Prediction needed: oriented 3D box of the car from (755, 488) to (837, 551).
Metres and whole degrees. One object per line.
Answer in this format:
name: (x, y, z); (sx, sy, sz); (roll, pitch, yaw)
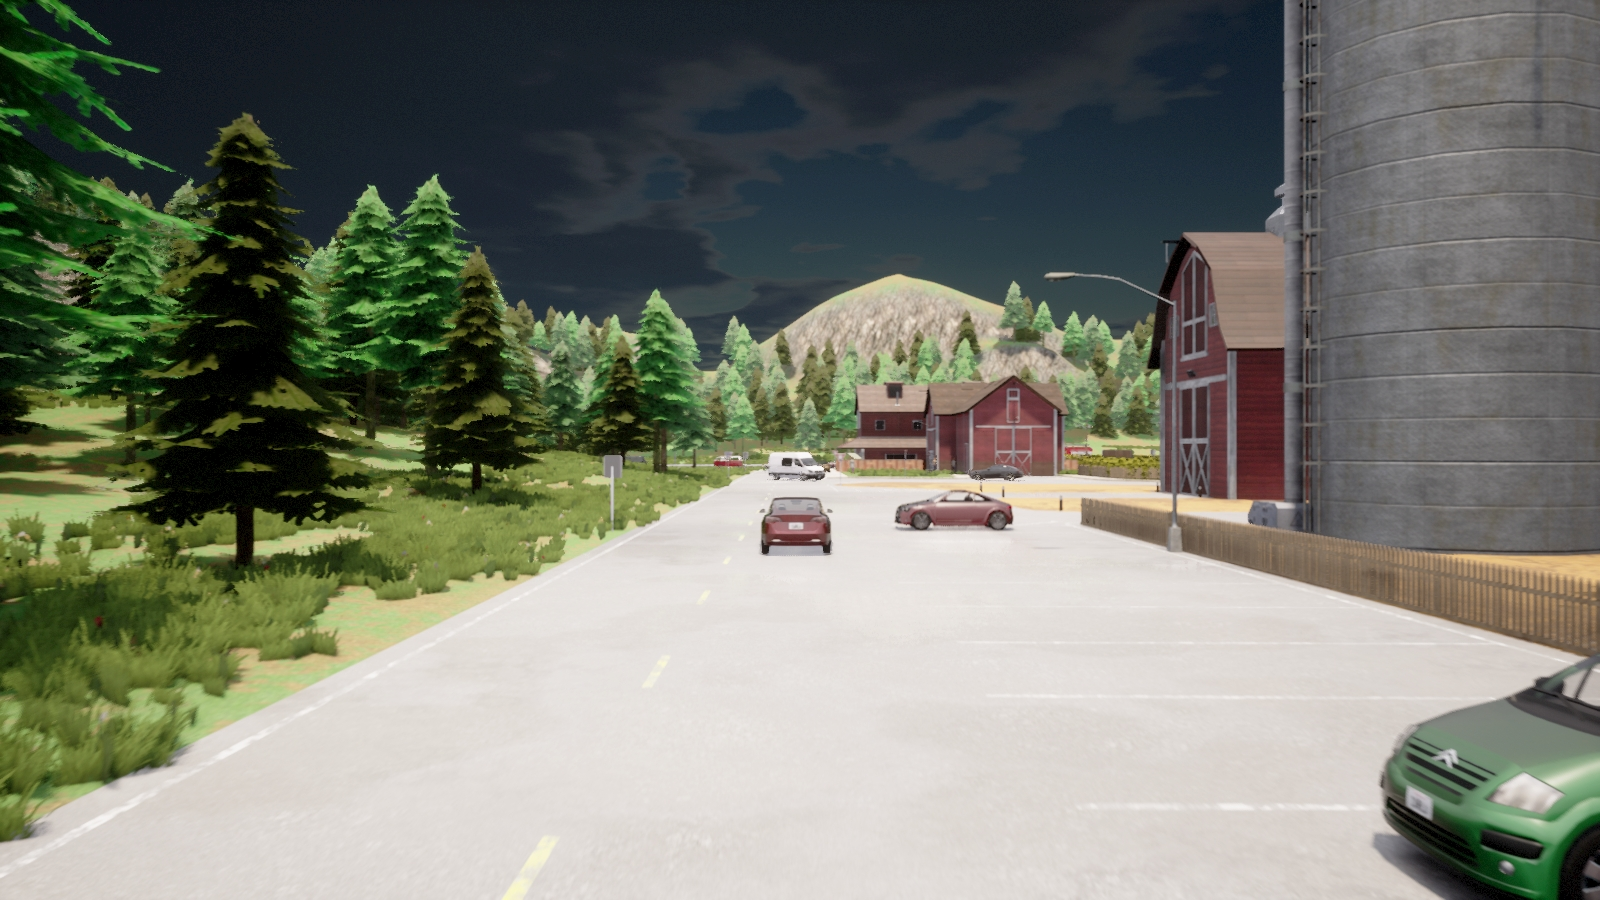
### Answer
car: (-0.110, 1.923, 32.654); (2.163, 1.488, 4.792); (0, 0, 0)
